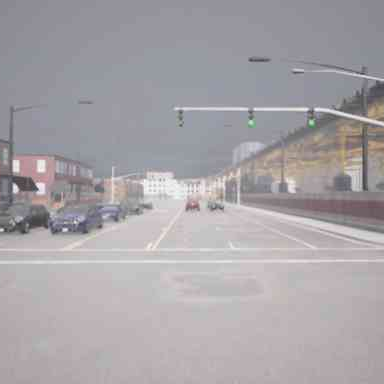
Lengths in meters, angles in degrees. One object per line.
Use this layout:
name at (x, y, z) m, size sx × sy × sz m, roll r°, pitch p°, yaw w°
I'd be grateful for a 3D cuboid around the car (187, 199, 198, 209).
car at (0.039, 2.083, 58.249) m, size 1.837 × 1.490 × 4.892 m, roll 0°, pitch -1°, yaw 0°

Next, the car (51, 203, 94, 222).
car at (-10.592, 1.778, 29.882) m, size 2.128 × 1.511 × 4.902 m, roll 0°, pitch -1°, yaw 0°

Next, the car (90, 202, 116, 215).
car at (-10.585, 1.950, 39.910) m, size 1.994 × 1.385 × 4.181 m, roll 0°, pitch -1°, yaw 0°

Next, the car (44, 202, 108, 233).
car at (-7.091, 1.552, 20.860) m, size 2.097 × 1.767 × 4.553 m, roll 0°, pitch -1°, yaw 0°

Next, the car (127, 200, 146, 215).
car at (-7.085, 1.737, 39.461) m, size 2.097 × 1.767 × 4.553 m, roll 0°, pitch -1°, yaw 0°

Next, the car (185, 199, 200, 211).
car at (0.106, 1.829, 48.251) m, size 2.097 × 1.767 × 4.553 m, roll 0°, pitch 0°, yaw 0°

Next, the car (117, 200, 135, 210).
car at (-10.523, 2.085, 53.500) m, size 1.994 × 1.385 × 4.181 m, roll 0°, pitch -1°, yaw 1°

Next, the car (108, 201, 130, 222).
car at (-7.094, 1.812, 29.544) m, size 1.812 × 1.442 × 4.674 m, roll 0°, pitch -1°, yaw 0°

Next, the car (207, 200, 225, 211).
car at (3.603, 2.085, 48.429) m, size 1.895 × 1.301 × 4.718 m, roll 0°, pitch -1°, yaw 0°

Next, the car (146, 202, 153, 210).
car at (-7.053, 2.095, 50.485) m, size 1.895 × 1.301 × 4.718 m, roll 0°, pitch 0°, yaw 1°

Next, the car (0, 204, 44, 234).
car at (-10.591, 1.547, 20.730) m, size 2.097 × 1.767 × 4.553 m, roll 0°, pitch -1°, yaw 0°
